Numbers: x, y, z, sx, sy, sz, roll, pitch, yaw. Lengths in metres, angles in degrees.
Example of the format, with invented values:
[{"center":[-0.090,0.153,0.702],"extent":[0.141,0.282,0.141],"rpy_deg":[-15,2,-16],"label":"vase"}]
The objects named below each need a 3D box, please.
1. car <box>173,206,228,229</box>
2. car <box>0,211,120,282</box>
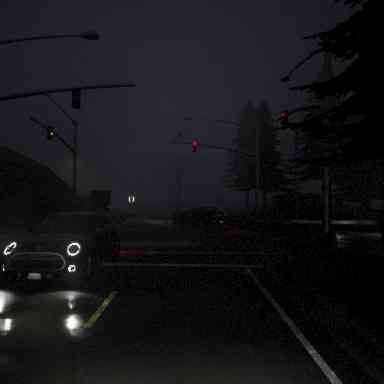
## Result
[{"center":[0.513,1.805,24.419],"extent":[2.128,1.511,4.902],"rpy_deg":[-3,2,-38],"label":"car"},{"center":[-3.677,1.427,10.110],"extent":[2.097,1.767,4.553],"rpy_deg":[0,-1,1],"label":"car"}]
